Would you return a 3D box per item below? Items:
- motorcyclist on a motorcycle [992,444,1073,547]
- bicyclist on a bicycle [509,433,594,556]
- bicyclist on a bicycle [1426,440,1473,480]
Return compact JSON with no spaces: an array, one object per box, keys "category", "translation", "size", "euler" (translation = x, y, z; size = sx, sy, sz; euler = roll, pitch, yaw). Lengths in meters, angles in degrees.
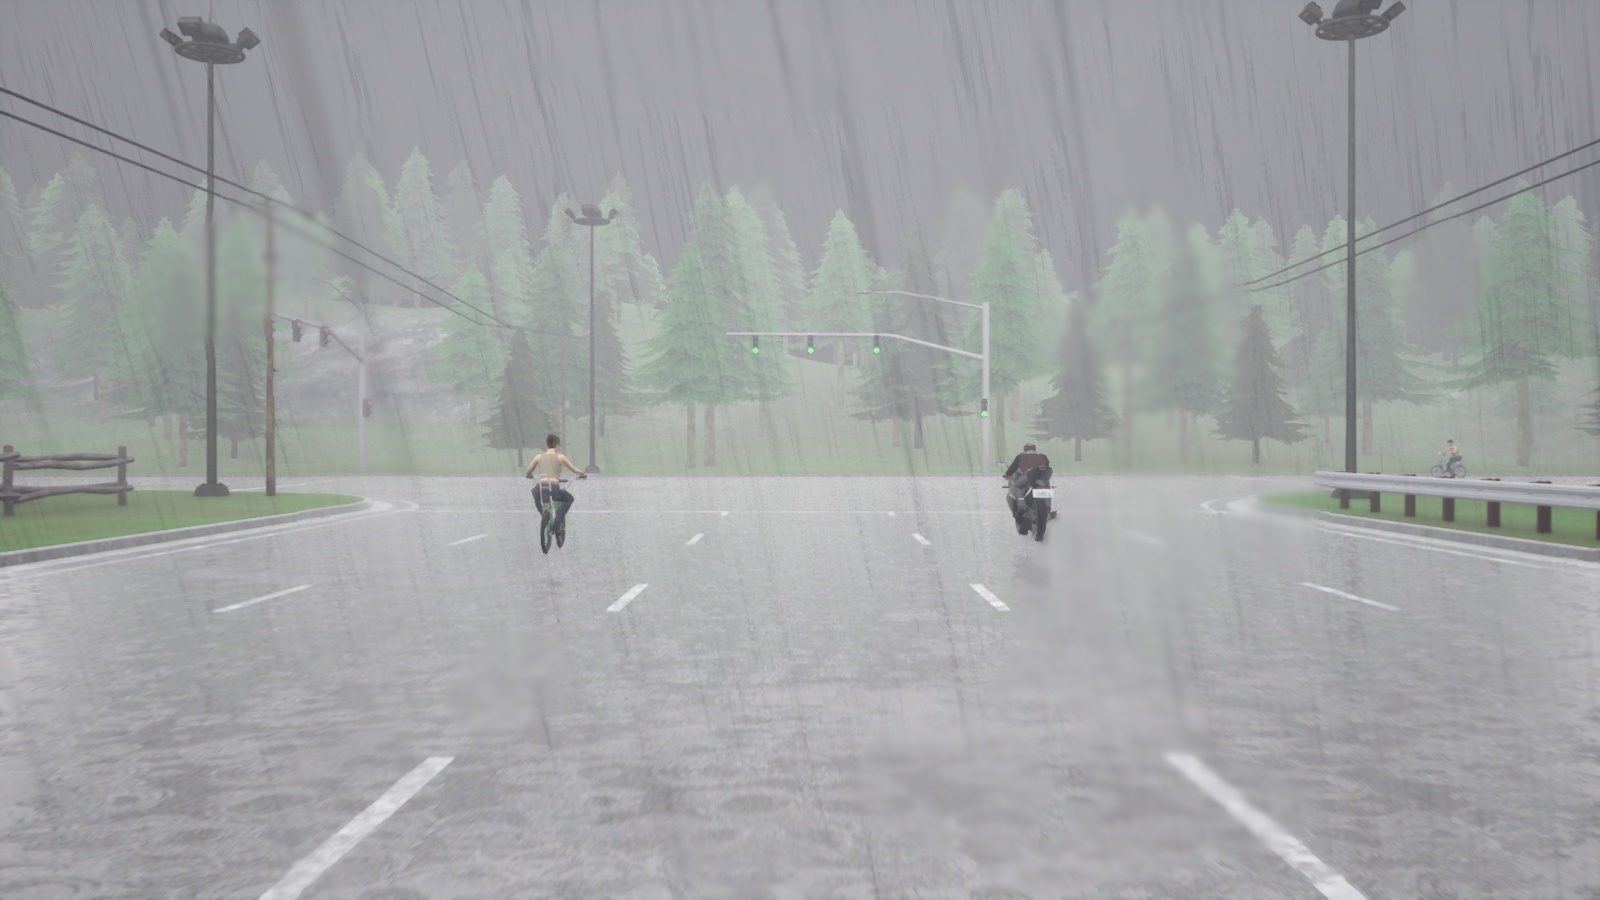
[{"category":"motorcyclist on a motorcycle","translation":[3.628,0.673,19.784],"size":[0.866,1.530,2.191],"euler":[0,0,0]},{"category":"bicyclist on a bicycle","translation":[-3.391,0.583,17.267],"size":[0.866,1.612,1.509],"euler":[0,0,1]},{"category":"bicyclist on a bicycle","translation":[26.950,0.411,52.106],"size":[1.509,1.612,0.866],"euler":[0,0,1]}]
